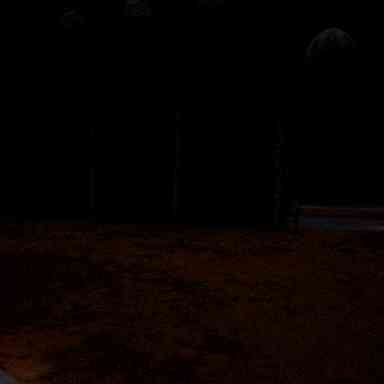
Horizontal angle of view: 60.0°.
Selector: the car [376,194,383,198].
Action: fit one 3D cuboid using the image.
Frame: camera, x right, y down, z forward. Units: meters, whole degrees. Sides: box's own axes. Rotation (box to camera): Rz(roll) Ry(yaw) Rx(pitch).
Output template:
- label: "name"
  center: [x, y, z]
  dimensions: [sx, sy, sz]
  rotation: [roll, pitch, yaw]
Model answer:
- label: "car"
  center: [44.491, 1.187, 76.616]
  dimensions: [3.988, 1.617, 1.851]
  rotation: [1, 1, 19]
